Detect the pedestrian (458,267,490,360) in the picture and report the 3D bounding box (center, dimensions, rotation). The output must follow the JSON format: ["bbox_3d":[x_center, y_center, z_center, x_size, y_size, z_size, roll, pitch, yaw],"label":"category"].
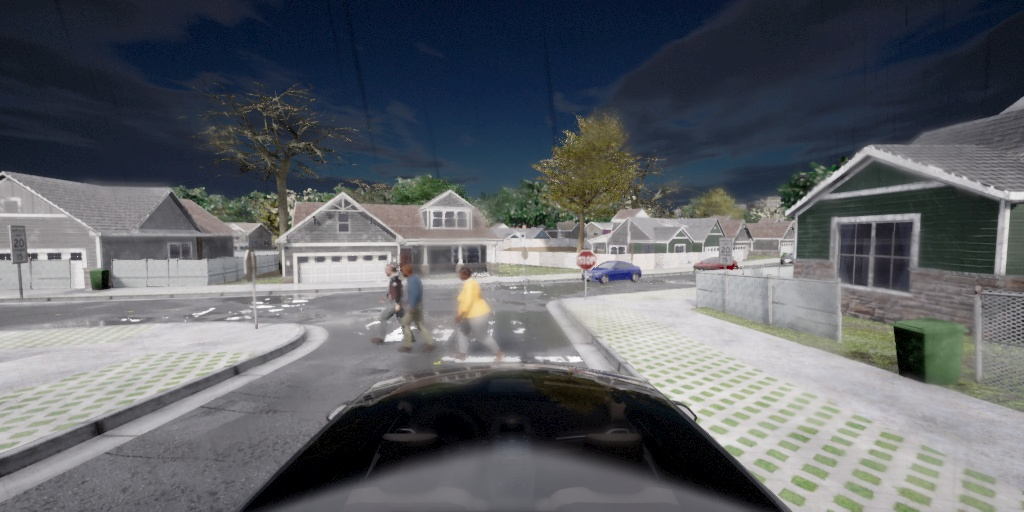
[{"bbox_3d":[-0.695,1.040,6.587,0.375,1.860,0.375,-3,3,0],"label":"pedestrian"}]

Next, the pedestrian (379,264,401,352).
[{"bbox_3d":[-2.575,1.040,7.784,0.375,1.860,0.375,-3,3,0],"label":"pedestrian"}]

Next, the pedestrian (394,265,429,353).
[{"bbox_3d":[-2.015,1.040,7.251,0.375,1.860,0.375,-3,3,0],"label":"pedestrian"}]

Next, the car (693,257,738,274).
[{"bbox_3d":[17.809,0.821,31.341,5.008,1.535,1.882,-2,4,-34],"label":"car"}]

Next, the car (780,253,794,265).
[{"bbox_3d":[34.618,0.360,44.043,4.902,1.511,2.128,-2,4,-38],"label":"car"}]

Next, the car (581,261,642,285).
[{"bbox_3d":[6.895,1.071,24.590,4.674,1.442,1.812,-1,3,-30],"label":"car"}]
